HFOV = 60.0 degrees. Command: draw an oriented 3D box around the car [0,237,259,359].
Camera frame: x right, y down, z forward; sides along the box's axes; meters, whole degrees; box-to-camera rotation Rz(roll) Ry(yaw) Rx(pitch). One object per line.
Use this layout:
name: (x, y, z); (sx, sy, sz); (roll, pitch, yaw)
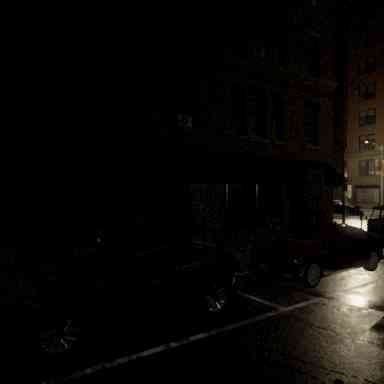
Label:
car: (-1.070, 1.566, 5.988); (4.313, 1.339, 1.947); (0, 0, -35)

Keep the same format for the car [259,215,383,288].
car: (3.551, 1.544, 9.255); (4.507, 1.381, 1.887); (0, 0, -35)

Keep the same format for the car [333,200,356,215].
car: (13.522, 1.486, 31.206); (2.128, 1.511, 4.902); (0, 0, -36)

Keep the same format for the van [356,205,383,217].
van: (8.174, 1.338, 12.522); (3.998, 1.788, 1.690); (0, 0, -35)
